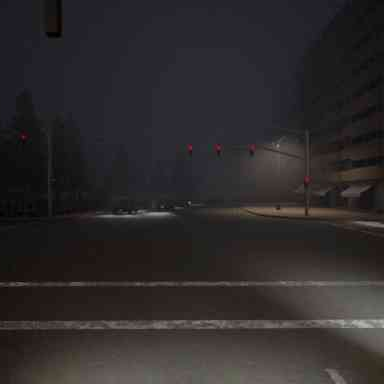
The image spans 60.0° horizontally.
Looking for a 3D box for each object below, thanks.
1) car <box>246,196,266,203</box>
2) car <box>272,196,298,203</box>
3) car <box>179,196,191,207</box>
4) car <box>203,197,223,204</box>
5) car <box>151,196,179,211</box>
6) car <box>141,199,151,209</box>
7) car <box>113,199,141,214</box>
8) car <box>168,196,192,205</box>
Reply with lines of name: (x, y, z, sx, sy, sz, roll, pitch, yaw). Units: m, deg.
car: (13.138, 1.477, 68.040, 5.008, 1.535, 1.882, 0, 0, -41)
car: (18.502, 1.478, 67.553, 5.008, 1.535, 1.882, 0, 0, -33)
car: (-1.724, 1.547, 51.063, 2.033, 1.411, 5.357, 0, 0, 16)
car: (3.978, 1.600, 62.855, 1.895, 1.301, 4.718, 0, 0, 35)
car: (-3.219, 1.491, 40.634, 2.128, 1.511, 4.902, 0, 0, 4)
car: (-6.410, 1.601, 44.129, 1.895, 1.301, 4.718, 0, 0, 6)
car: (-6.955, 1.526, 35.051, 1.812, 1.442, 4.674, 0, 0, 2)
car: (-2.142, 1.491, 59.263, 2.128, 1.511, 4.902, 0, 0, 27)
